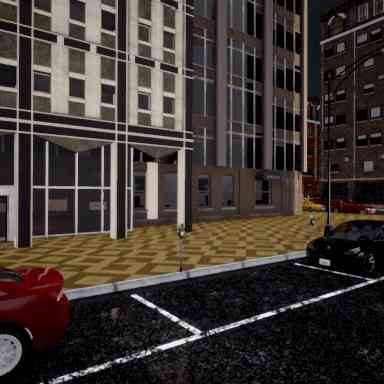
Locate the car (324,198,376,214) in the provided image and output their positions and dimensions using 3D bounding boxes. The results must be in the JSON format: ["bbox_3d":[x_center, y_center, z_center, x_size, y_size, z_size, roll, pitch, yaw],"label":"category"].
[{"bbox_3d":[15.480,1.535,32.142,1.802,1.307,4.206,0,0,-36],"label":"car"}]

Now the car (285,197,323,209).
[{"bbox_3d":[15.563,1.500,46.369,1.752,1.417,4.829,0,0,-36],"label":"car"}]

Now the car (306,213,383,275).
[{"bbox_3d":[5.441,1.567,10.462,4.313,1.339,1.947,0,0,-36],"label":"car"}]

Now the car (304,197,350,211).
[{"bbox_3d":[16.408,1.447,40.761,1.882,1.535,5.008,0,0,-36],"label":"car"}]

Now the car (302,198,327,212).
[{"bbox_3d":[12.271,1.467,36.600,1.752,1.417,4.829,0,0,-36],"label":"car"}]

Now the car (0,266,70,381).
[{"bbox_3d":[-3.808,1.545,3.837,4.507,1.381,1.887,0,0,-36],"label":"car"}]
